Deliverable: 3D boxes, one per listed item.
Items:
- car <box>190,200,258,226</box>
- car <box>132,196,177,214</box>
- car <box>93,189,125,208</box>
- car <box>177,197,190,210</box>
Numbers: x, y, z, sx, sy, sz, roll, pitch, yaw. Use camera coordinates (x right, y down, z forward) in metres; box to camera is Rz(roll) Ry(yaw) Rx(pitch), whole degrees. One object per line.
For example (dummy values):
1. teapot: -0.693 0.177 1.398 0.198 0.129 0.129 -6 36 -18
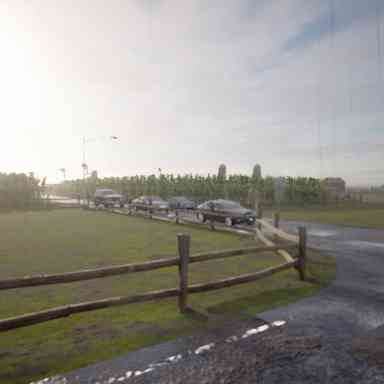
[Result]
1. car: 2.113 1.298 21.293 1.837 1.490 4.892 -1 1 -33
2. car: -3.762 1.137 29.919 2.128 1.511 4.902 -1 1 -34
3. car: -9.708 0.719 38.589 2.150 2.045 5.566 -1 1 -34
4. car: -1.502 1.163 31.823 1.994 1.385 4.181 -1 1 -34
